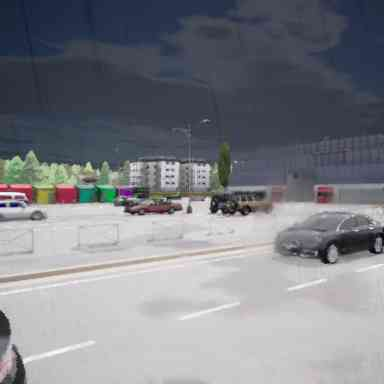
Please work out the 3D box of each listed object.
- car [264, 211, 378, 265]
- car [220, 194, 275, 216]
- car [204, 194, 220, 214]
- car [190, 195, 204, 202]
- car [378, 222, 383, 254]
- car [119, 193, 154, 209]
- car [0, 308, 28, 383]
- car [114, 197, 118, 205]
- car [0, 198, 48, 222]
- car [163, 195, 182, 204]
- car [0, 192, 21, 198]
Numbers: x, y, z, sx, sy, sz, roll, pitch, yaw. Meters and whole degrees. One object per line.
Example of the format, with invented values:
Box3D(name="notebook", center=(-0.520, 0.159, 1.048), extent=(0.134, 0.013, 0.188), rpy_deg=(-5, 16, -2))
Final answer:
Box3D(name="car", center=(4.971, 1.480, 11.724), extent=(4.892, 1.490, 1.837), rpy_deg=(0, 0, -35))
Box3D(name="car", center=(5.076, 1.102, 29.053), extent=(4.605, 1.855, 1.932), rpy_deg=(0, 0, -35))
Box3D(name="car", center=(3.448, 1.105, 31.446), extent=(3.866, 1.878, 1.905), rpy_deg=(0, 0, -35))
Box3D(name="car", center=(1.056, 1.446, 73.240), extent=(1.994, 1.385, 4.181), rpy_deg=(0, 0, -34))
Box3D(name="car", center=(7.297, 1.479, 9.081), extent=(4.892, 1.490, 1.837), rpy_deg=(0, 0, -35))
Box3D(name="car", center=(-7.926, 1.104, 47.438), extent=(3.866, 1.878, 1.905), rpy_deg=(0, 0, -35))
Box3D(name="car", center=(-3.471, 1.494, 1.507), extent=(4.902, 1.511, 2.128), rpy_deg=(-1, 0, -35))
Box3D(name="car", center=(-9.590, 1.343, 49.807), extent=(3.806, 1.475, 1.970), rpy_deg=(0, 0, -35))
Box3D(name="car", center=(-12.369, 1.386, 23.558), extent=(3.806, 1.475, 1.970), rpy_deg=(0, 0, -35))
Box3D(name="car", center=(-4.426, 1.370, 81.415), extent=(1.882, 1.535, 5.008), rpy_deg=(0, 0, -34))
Box3D(name="car", center=(-22.210, 1.144, 37.294), extent=(4.605, 1.855, 1.932), rpy_deg=(0, 0, -35))
